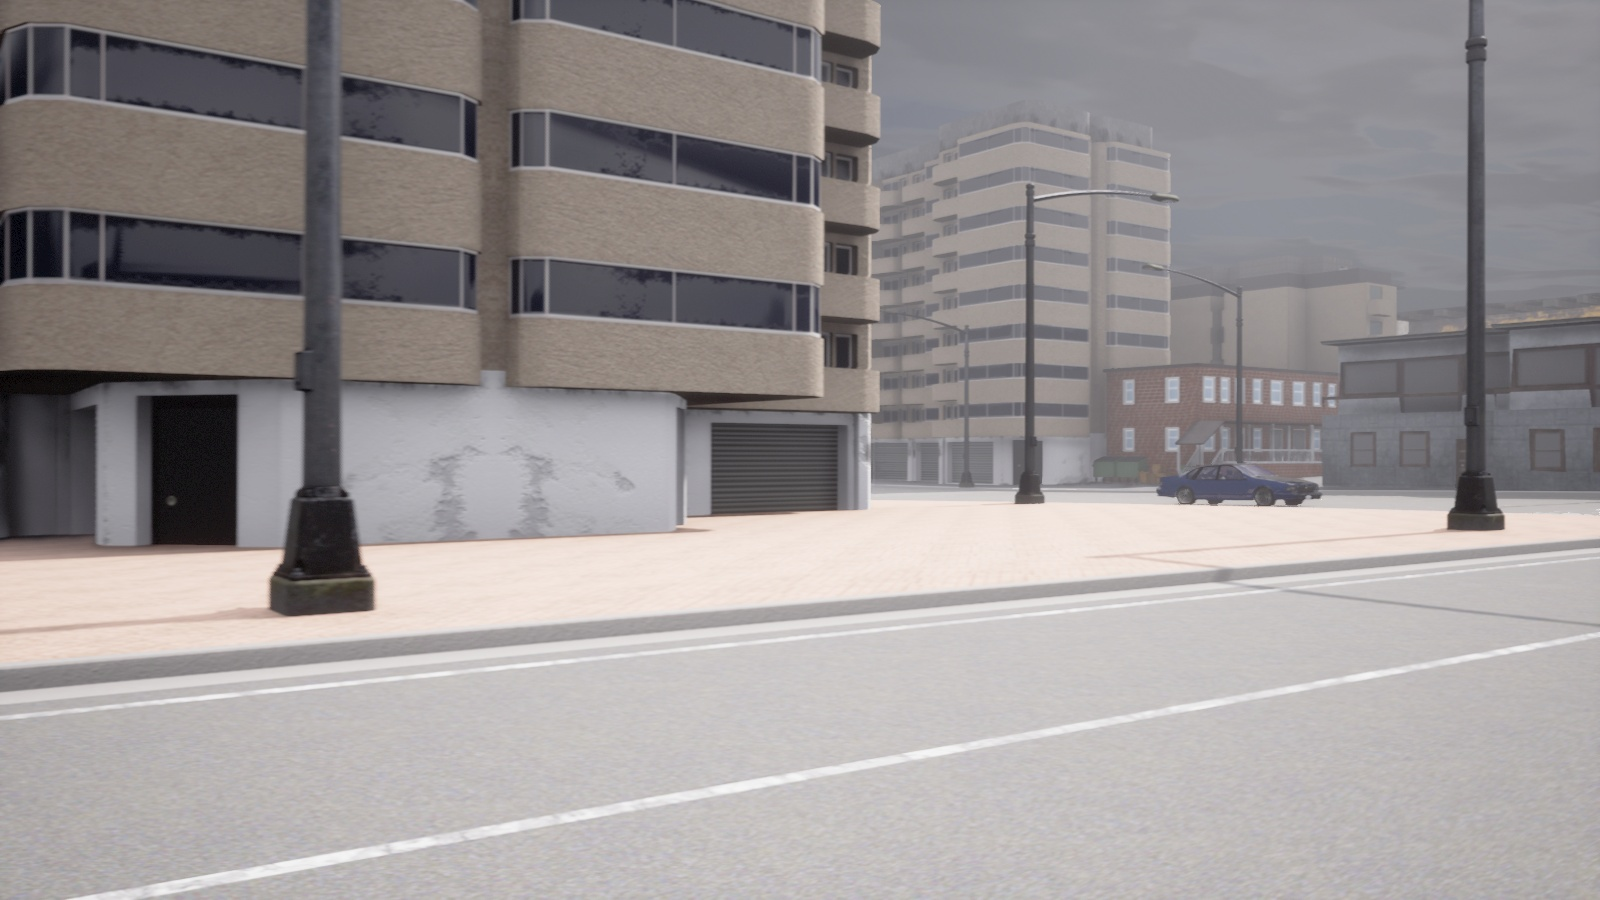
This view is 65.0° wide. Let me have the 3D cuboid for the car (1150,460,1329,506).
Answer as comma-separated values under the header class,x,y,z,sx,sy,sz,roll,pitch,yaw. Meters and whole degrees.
class,x,y,z,sx,sy,sz,roll,pitch,yaw
car,14.474,1.090,41.660,2.033,1.411,5.357,0,-1,-36
